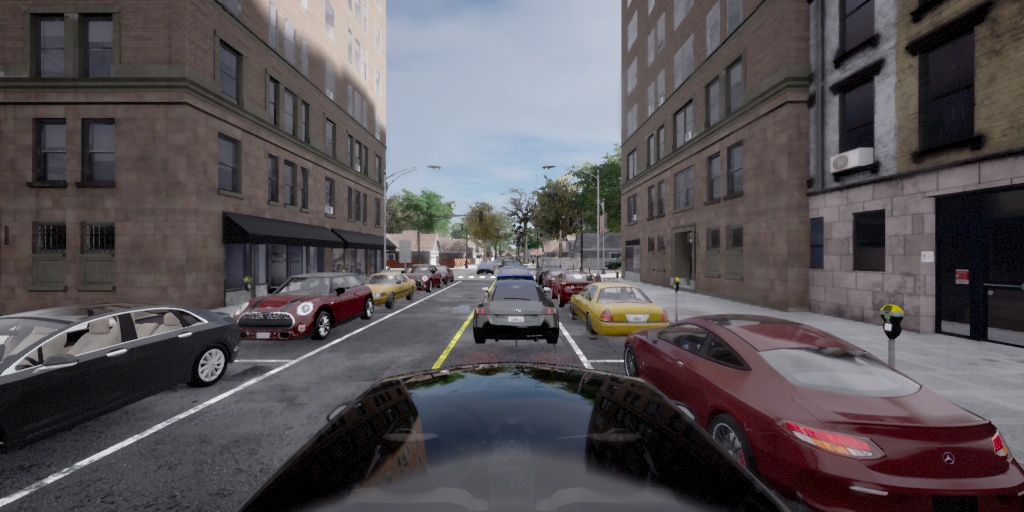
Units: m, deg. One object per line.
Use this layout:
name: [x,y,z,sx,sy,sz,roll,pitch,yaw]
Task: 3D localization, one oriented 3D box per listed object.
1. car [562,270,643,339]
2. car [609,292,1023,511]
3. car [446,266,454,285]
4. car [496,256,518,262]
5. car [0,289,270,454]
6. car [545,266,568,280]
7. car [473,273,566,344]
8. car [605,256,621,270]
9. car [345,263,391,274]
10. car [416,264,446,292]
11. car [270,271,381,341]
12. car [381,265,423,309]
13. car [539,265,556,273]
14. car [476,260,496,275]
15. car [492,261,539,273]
car: [2.657,1.278,9.889,1.751,1.417,4.829,0,0,0]
car: [2.641,1.332,4.201,1.802,1.307,4.207,0,0,0]
car: [-5.323,1.343,26.295,1.802,1.307,4.207,0,0,0]
car: [0.071,1.114,27.854,2.097,1.767,4.553,0,0,0]
car: [-5.384,1.301,4.219,2.007,1.370,4.403,0,0,0]
car: [2.671,1.300,15.237,1.888,1.381,4.507,0,0,0]
car: [0.111,1.316,9.636,1.994,1.385,4.181,0,0,1]
car: [15.610,0.895,49.213,5.566,2.045,2.150,0,0,0]
car: [-17.088,1.467,42.616,4.718,1.301,1.895,0,0,-2]
car: [-5.338,1.198,20.775,1.967,1.591,4.097,0,0,0]
car: [-5.369,1.192,9.738,1.967,1.591,4.097,0,0,0]
car: [-5.354,1.280,15.086,1.751,1.417,4.829,0,0,0]
car: [2.687,1.340,20.755,1.802,1.307,4.207,0,0,0]
car: [-2.804,1.325,39.246,2.033,1.411,5.357,0,0,0]
car: [0.123,1.235,18.629,1.882,1.535,5.008,0,0,-1]
